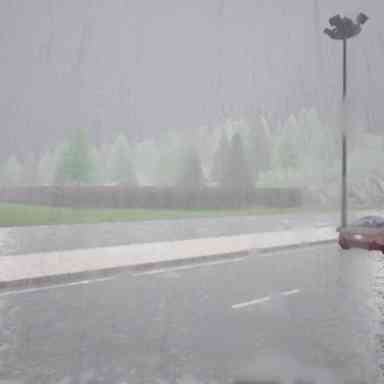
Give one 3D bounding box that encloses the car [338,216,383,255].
[{"bbox_3d":[7.978,1.698,13.846,4.181,1.385,1.994,1,0,-35],"label":"car"}]
